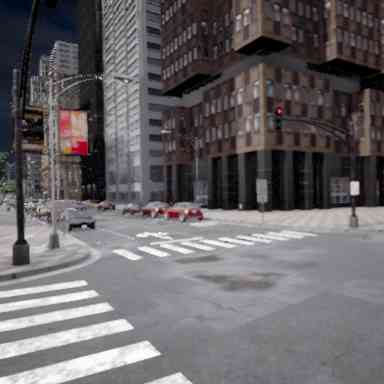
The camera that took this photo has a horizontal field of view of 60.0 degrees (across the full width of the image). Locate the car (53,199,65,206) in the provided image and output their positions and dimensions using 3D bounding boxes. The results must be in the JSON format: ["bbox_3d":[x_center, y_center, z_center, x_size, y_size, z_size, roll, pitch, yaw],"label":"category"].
[{"bbox_3d":[-31.535,2.506,78.920,2.008,1.369,4.403,-2,0,-31],"label":"car"}]

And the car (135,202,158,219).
[{"bbox_3d":[-3.591,1.662,32.428,1.967,1.590,4.097,-2,0,-31],"label":"car"}]

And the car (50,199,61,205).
[{"bbox_3d":[-34.418,2.559,83.715,1.752,1.417,4.829,-2,0,-31],"label":"car"}]

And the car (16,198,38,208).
[{"bbox_3d":[-27.672,2.154,55.938,2.192,1.841,5.009,-2,0,-31],"label":"car"}]

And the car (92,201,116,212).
[{"bbox_3d":[-11.973,1.980,46.376,1.887,1.381,4.507,-2,0,-31],"label":"car"}]

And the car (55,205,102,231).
[{"bbox_3d":[-8.098,1.901,23.388,1.947,1.339,4.313,-2,0,-31],"label":"car"}]

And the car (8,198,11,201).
[{"bbox_3d":[-44.440,2.730,83.839,1.967,1.590,4.097,-2,0,-31],"label":"car"}]

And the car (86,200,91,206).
[{"bbox_3d":[-16.891,2.125,49.264,1.994,1.385,4.181,-1,0,-30],"label":"car"}]

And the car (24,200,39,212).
[{"bbox_3d":[-24.870,2.347,51.289,1.802,1.307,4.206,-2,0,-31],"label":"car"}]

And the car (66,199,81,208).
[{"bbox_3d":[-23.155,2.169,64.972,1.967,1.590,4.097,-2,0,-31],"label":"car"}]

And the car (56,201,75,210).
[{"bbox_3d":[-22.009,2.243,57.717,2.033,1.411,5.357,-1,0,-31],"label":"car"}]

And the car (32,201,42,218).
[{"bbox_3d":[-16.397,2.071,37.193,1.752,1.417,4.829,-2,0,-31],"label":"car"}]

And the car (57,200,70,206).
[{"bbox_3d":[-28.742,2.424,74.270,1.887,1.381,4.507,-2,0,-31],"label":"car"}]

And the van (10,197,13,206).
[{"bbox_3d":[-41.648,2.556,79.188,1.690,1.788,3.998,-2,0,-31],"label":"van"}]

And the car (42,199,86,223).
[{"bbox_3d":[-10.900,1.721,28.038,2.192,1.841,5.009,-2,0,-31],"label":"car"}]

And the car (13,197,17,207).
[{"bbox_3d":[-33.263,2.303,65.238,2.192,1.841,5.009,-2,0,-31],"label":"car"}]

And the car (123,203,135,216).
[{"bbox_3d":[-6.382,1.875,37.077,1.802,1.307,4.206,-2,0,-31],"label":"car"}]

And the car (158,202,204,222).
[{"bbox_3d":[-0.796,1.591,27.779,1.967,1.590,4.097,-2,0,-31],"label":"car"}]

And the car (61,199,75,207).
[{"bbox_3d":[-25.950,2.244,69.621,1.967,1.590,4.097,-2,0,-31],"label":"car"}]
